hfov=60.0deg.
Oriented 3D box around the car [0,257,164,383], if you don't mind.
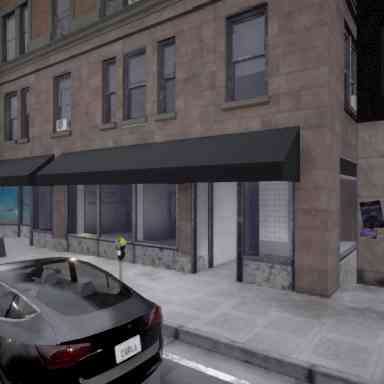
[{"bbox_3d":[-2.314,1.566,4.451,4.313,1.339,1.947,0,0,35],"label":"car"}]
